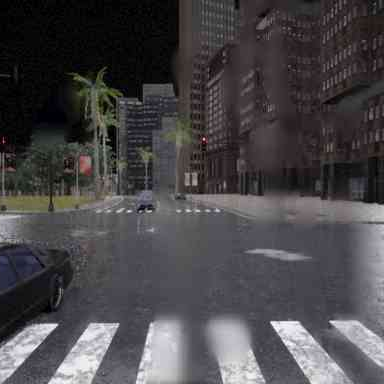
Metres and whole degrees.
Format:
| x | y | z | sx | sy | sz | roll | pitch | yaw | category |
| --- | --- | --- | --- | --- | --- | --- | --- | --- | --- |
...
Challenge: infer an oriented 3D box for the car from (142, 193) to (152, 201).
| x | y | z | sx | sy | sz | roll | pitch | yaw | category |
| --- | --- | --- | --- | --- | --- | --- | --- | --- | --- |
| -9.048 | 0.918 | 66.328 | 1.994 | 1.385 | 4.181 | 0 | 1 | -9 | car |

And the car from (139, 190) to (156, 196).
| x | y | z | sx | sy | sz | roll | pitch | yaw | category |
| --- | --- | --- | --- | --- | --- | --- | --- | --- | --- |
| -6.708 | 0.785 | 50.211 | 2.150 | 2.045 | 5.566 | 0 | 1 | -8 | car |

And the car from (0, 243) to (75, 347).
| x | y | z | sx | sy | sz | roll | pitch | yaw | category |
| --- | --- | --- | --- | --- | --- | --- | --- | --- | --- |
| -3.409 | 1.547 | 4.928 | 2.033 | 1.411 | 5.357 | 0 | 0 | -1 | car |

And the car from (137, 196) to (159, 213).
| x | y | z | sx | sy | sz | roll | pitch | yaw | category |
| --- | --- | --- | --- | --- | --- | --- | --- | --- | --- |
| -4.735 | 1.363 | 34.197 | 1.895 | 1.301 | 4.718 | 0 | 1 | -9 | car |

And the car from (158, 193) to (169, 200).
| x | y | z | sx | sy | sz | roll | pitch | yaw | category |
| --- | --- | --- | --- | --- | --- | --- | --- | --- | --- |
| -5.721 | 0.846 | 66.748 | 2.128 | 1.511 | 4.902 | 0 | 1 | -10 | car |

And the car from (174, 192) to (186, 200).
| x | y | z | sx | sy | sz | roll | pitch | yaw | category |
| --- | --- | --- | --- | --- | --- | --- | --- | --- | --- |
| -2.441 | 0.863 | 66.846 | 1.837 | 1.490 | 4.892 | 0 | 1 | -10 | car |
